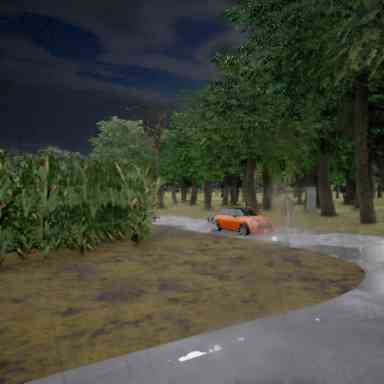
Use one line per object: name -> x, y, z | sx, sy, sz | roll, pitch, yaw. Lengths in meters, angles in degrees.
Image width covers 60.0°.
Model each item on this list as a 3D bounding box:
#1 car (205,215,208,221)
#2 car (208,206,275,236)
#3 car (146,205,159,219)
car -> 3.220, 2.111, 28.210 | 2.033, 1.411, 5.357 | -1, -1, -30
car -> 3.332, 1.832, 21.922 | 2.097, 1.767, 4.553 | -1, -1, -29
car -> -5.405, 2.141, 37.542 | 2.097, 1.767, 4.553 | -1, -1, -29
